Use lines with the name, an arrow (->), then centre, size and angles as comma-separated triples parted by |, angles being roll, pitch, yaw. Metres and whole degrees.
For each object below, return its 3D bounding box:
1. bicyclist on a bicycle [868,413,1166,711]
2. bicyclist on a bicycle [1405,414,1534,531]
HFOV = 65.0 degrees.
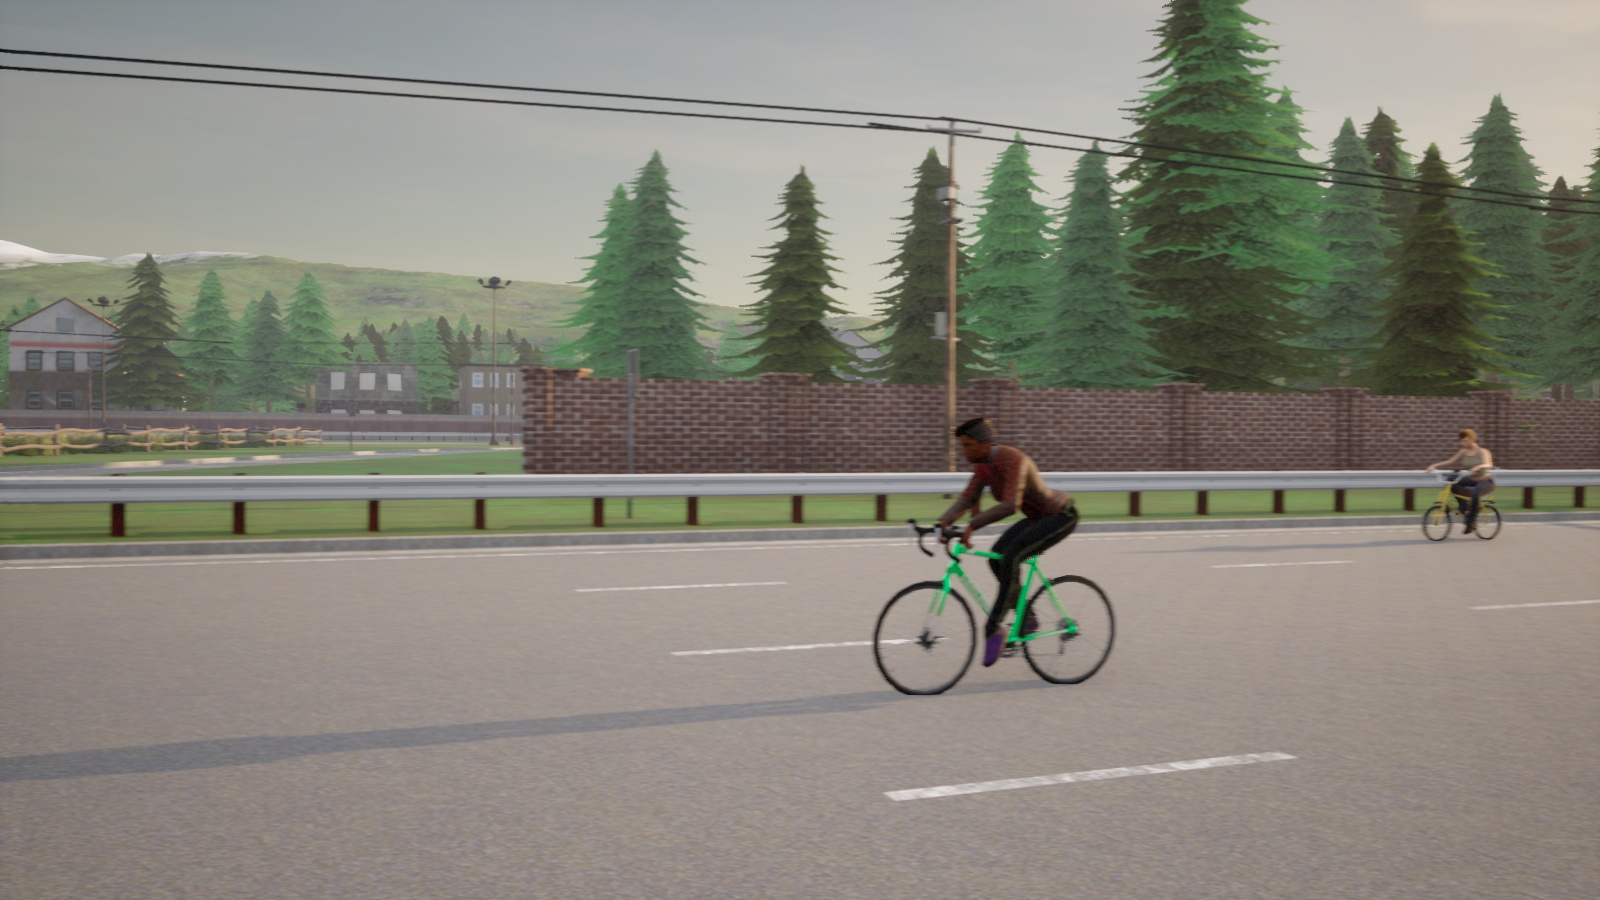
bicyclist on a bicycle -> 1.297, 0.606, 7.474 | 1.656, 1.620, 0.582 | -2, 1, -21
bicyclist on a bicycle -> 9.660, 0.301, 18.130 | 1.509, 1.612, 0.866 | -1, 1, -21
